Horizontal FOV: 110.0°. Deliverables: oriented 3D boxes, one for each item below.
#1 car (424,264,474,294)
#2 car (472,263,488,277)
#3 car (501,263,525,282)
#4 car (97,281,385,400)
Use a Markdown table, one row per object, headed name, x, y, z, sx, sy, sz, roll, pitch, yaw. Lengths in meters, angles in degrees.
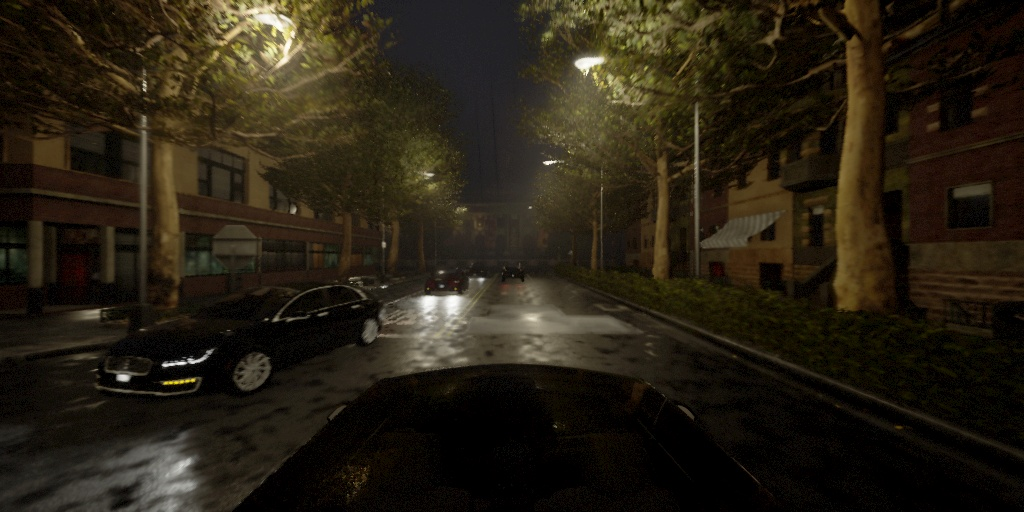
| name | x | y | z | sx | sy | sz | roll | pitch | yaw |
| --- | --- | --- | --- | --- | --- | --- | --- | --- | --- |
| car | -3.583 | 1.365 | 20.374 | 1.994 | 1.385 | 4.181 | 0 | 0 | 1 |
| car | -3.502 | 1.394 | 36.784 | 2.033 | 1.411 | 5.357 | 0 | 0 | 0 |
| car | 0.099 | 1.321 | 30.438 | 2.128 | 1.511 | 4.902 | 0 | 0 | 0 |
| car | -4.304 | 1.270 | 6.794 | 1.837 | 1.490 | 4.892 | 0 | 0 | 11 |
